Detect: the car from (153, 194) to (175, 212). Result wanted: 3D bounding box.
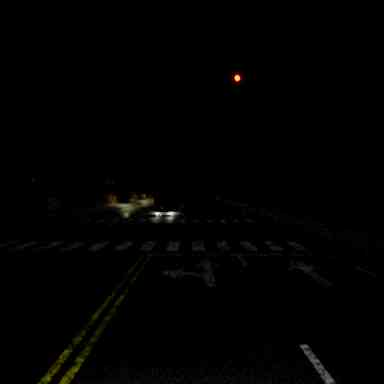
[{"bbox_3d":[-3.183,1.287,38.376,2.150,2.045,5.566,0,1,0],"label":"car"}]
